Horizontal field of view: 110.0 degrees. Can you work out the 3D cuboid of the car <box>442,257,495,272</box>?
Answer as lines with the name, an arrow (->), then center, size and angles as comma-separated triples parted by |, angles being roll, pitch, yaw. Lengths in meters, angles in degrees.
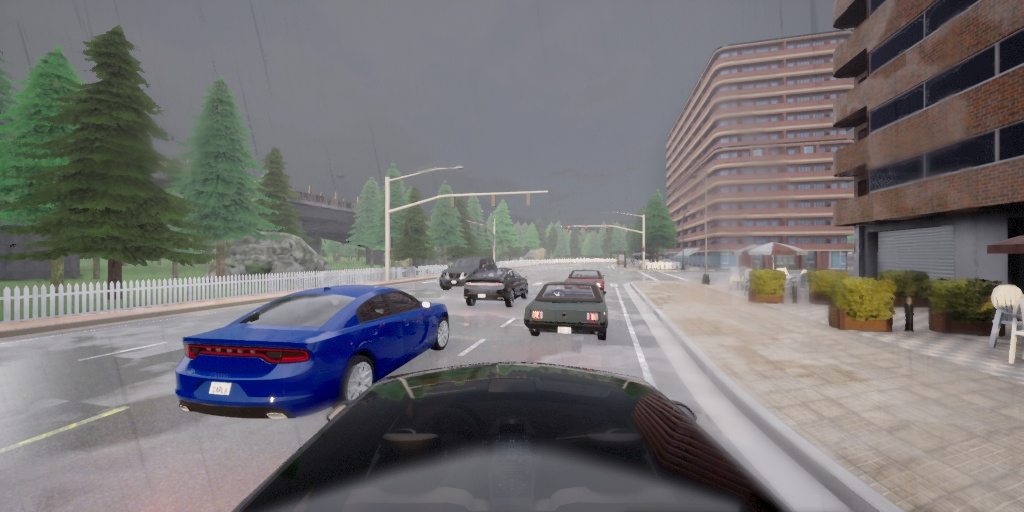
car -> -2.511, 1.078, 22.429 | 2.150, 2.045, 5.566 | 0, 0, 15

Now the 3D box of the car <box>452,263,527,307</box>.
car -> -0.534, 1.242, 15.437 | 2.128, 1.511, 4.902 | 0, 0, 14

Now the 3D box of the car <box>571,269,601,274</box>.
car -> 3.928, 1.351, 18.949 | 1.895, 1.301, 4.718 | 0, 0, 14

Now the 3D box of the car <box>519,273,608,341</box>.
car -> 1.685, 1.351, 10.070 | 1.895, 1.301, 4.718 | 0, 0, 14

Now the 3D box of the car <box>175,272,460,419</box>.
car -> -2.630, 1.228, 6.177 | 1.882, 1.535, 5.008 | 0, 0, 10
